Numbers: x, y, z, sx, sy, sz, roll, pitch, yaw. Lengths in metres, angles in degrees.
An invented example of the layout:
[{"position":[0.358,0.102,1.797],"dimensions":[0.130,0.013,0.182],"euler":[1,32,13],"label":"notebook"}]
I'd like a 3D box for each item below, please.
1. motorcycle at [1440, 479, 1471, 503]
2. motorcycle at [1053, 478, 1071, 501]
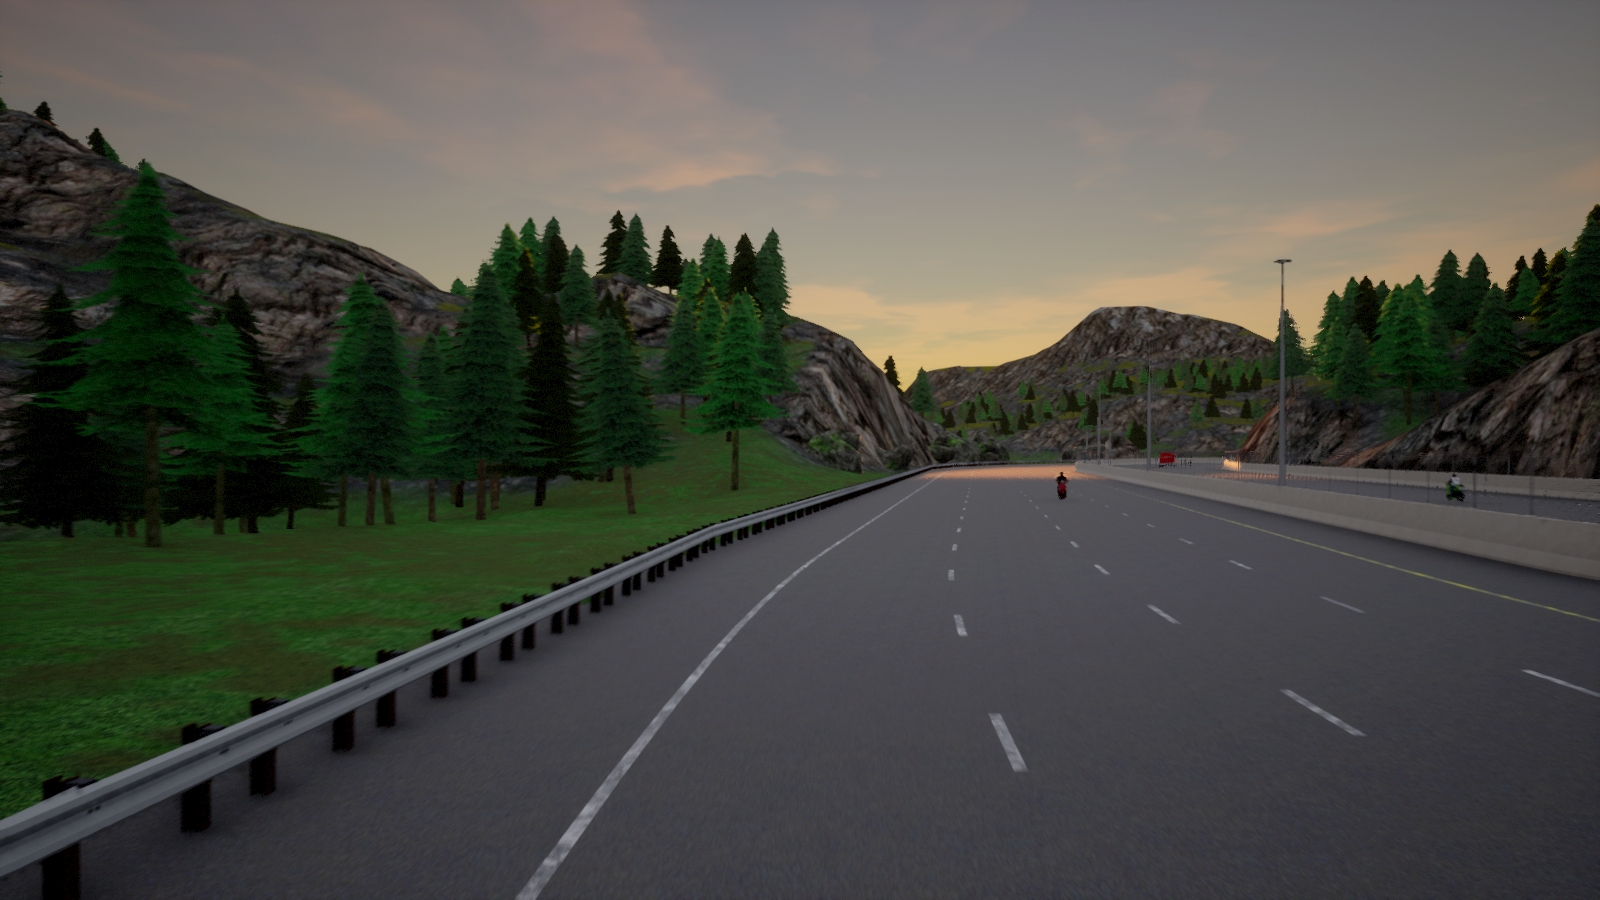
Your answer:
[{"position":[35.609,2.216,62.125],"dimensions":[0.803,1.217,2.033],"euler":[0,0,9],"label":"motorcycle"},{"position":[14.601,2.197,63.692],"dimensions":[0.856,1.236,1.805],"euler":[0,0,9],"label":"motorcycle"}]
